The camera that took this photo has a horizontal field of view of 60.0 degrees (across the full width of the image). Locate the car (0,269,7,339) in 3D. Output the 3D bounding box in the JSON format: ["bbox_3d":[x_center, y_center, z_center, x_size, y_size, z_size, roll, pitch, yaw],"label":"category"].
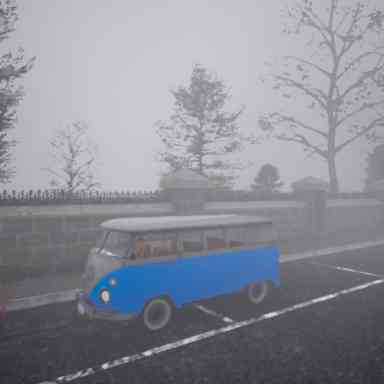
[{"bbox_3d":[-4.637,1.306,3.252,5.009,1.841,2.192,0,0,-35],"label":"car"}]

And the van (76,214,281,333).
[{"bbox_3d":[-0.052,1.357,6.520,3.998,1.788,1.690,0,0,-35],"label":"van"}]
